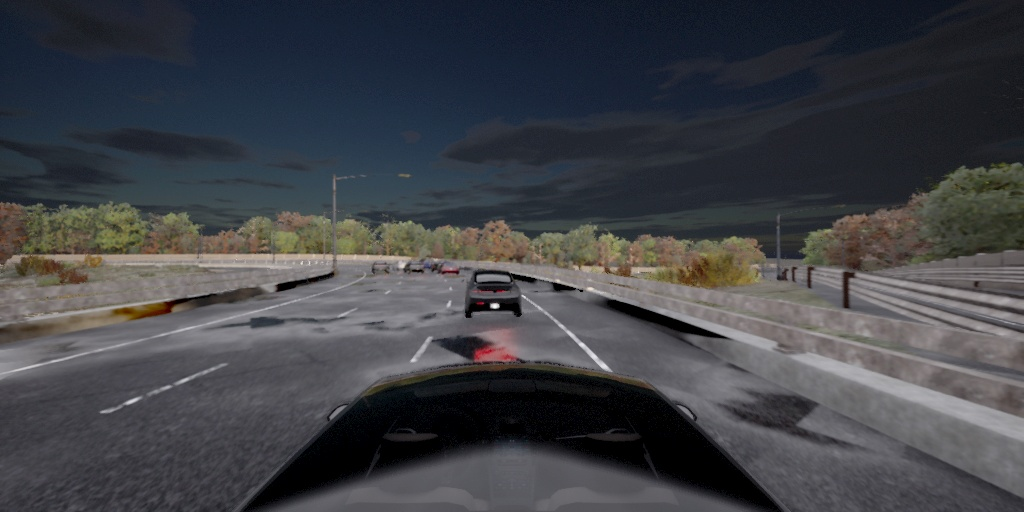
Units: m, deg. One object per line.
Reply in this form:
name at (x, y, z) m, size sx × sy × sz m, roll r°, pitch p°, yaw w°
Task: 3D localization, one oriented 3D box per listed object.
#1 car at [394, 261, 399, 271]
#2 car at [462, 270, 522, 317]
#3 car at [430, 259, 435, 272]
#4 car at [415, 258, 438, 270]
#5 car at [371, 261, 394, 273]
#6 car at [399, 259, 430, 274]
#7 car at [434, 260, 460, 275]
car at (-15.911, 1.362, 51.726) m, size 1.812 × 1.442 × 4.674 m, roll 0°, pitch 0°, yaw -30°
car at (-0.788, 1.259, 13.258) m, size 1.837 × 1.490 × 4.892 m, roll 0°, pitch 0°, yaw -6°
car at (-8.809, 1.288, 44.834) m, size 2.128 × 1.511 × 4.902 m, roll 0°, pitch 0°, yaw -26°
car at (-12.765, 1.170, 53.265) m, size 2.097 × 1.767 × 4.553 m, roll 0°, pitch 0°, yaw -30°
car at (-16.259, 1.331, 44.218) m, size 2.128 × 1.511 × 4.902 m, roll 0°, pitch 0°, yaw -23°
car at (-11.485, 1.304, 42.093) m, size 2.128 × 1.511 × 4.902 m, roll 0°, pitch 0°, yaw -24°
car at (-7.175, 1.353, 40.268) m, size 1.994 × 1.385 × 4.181 m, roll 0°, pitch 0°, yaw -19°
